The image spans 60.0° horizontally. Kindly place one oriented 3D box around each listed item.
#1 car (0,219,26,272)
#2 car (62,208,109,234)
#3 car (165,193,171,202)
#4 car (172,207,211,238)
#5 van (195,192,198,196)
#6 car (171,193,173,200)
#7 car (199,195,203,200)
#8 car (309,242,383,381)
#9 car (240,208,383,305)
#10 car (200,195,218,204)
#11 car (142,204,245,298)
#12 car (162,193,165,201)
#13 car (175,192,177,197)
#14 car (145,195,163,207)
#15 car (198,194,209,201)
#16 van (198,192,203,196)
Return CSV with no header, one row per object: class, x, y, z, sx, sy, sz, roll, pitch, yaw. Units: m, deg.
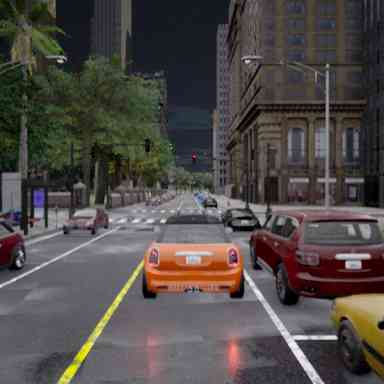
car,-5.804,1.434,7.984,1.967,1.590,4.097,0,0,0
car,-5.865,1.566,18.837,1.802,1.307,4.206,0,0,0
car,-6.169,1.352,72.376,1.967,1.590,4.097,0,0,0
car,-0.038,1.586,18.456,1.895,1.301,4.718,0,0,0
van,2.295,1.231,83.245,1.690,1.788,3.998,0,0,0
car,-6.200,1.216,77.796,2.192,1.841,5.009,0,0,0
car,2.480,1.513,50.724,1.947,1.339,4.313,0,0,0
car,2.751,1.523,2.762,1.752,1.417,4.829,0,0,0
car,2.720,1.309,8.017,2.192,1.841,5.009,0,0,0
car,2.510,1.520,45.304,1.947,1.339,4.313,0,0,0
car,0.029,1.346,8.637,2.097,1.767,4.553,0,0,0
car,-6.077,1.379,56.115,1.967,1.590,4.097,0,0,0
car,-6.292,1.181,94.057,2.192,1.841,5.009,0,0,0
car,-6.046,1.497,50.695,2.008,1.369,4.403,0,0,0
car,2.448,1.464,56.314,1.752,1.417,4.829,0,0,0
van,2.417,1.272,61.564,1.690,1.788,3.998,0,0,0
